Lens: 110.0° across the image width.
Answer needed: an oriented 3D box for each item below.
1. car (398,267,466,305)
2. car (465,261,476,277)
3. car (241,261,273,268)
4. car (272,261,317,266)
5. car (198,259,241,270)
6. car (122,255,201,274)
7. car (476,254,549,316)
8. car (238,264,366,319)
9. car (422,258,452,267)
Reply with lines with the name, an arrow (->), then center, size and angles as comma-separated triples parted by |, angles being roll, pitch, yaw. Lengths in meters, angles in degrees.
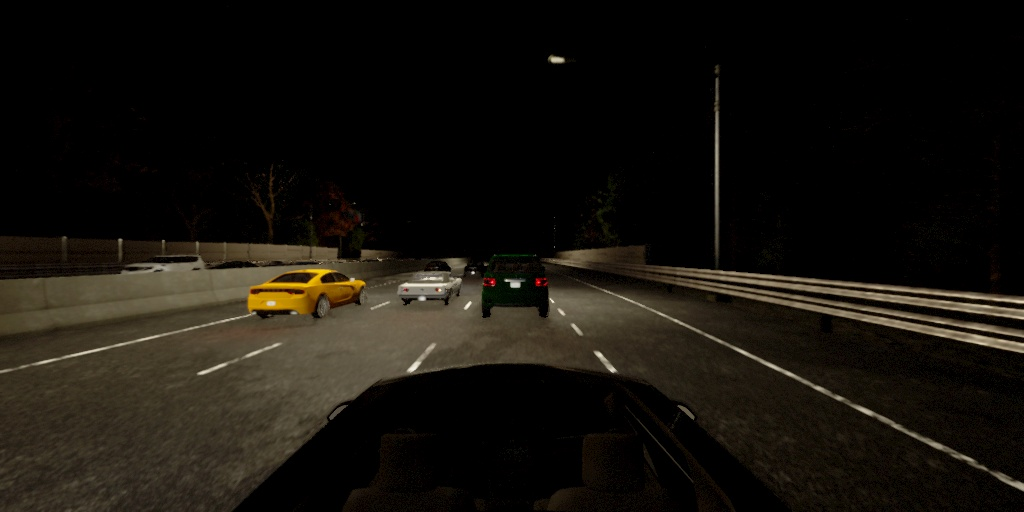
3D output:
car -> -3.403, 1.322, 15.807 | 1.895, 1.301, 4.718 | 0, 0, 0
car -> -3.405, 1.199, 33.679 | 1.837, 1.490, 4.892 | 0, 0, 0
car -> -21.095, 1.187, 32.078 | 2.128, 1.511, 4.902 | 0, 0, 0
car -> -17.599, 1.223, 30.322 | 1.812, 1.442, 4.674 | 0, 0, 0
car -> -24.593, 1.200, 31.766 | 1.837, 1.490, 4.892 | 0, 0, 0
car -> -28.096, 0.919, 29.268 | 2.150, 2.045, 5.566 | 0, 0, 0
car -> 0.100, 0.947, 13.289 | 2.150, 2.045, 5.566 | 0, 0, 0
car -> -6.902, 1.204, 12.753 | 1.882, 1.535, 5.008 | 0, 0, 0
car -> -6.905, 1.198, 33.674 | 1.837, 1.490, 4.892 | 0, 0, 0
